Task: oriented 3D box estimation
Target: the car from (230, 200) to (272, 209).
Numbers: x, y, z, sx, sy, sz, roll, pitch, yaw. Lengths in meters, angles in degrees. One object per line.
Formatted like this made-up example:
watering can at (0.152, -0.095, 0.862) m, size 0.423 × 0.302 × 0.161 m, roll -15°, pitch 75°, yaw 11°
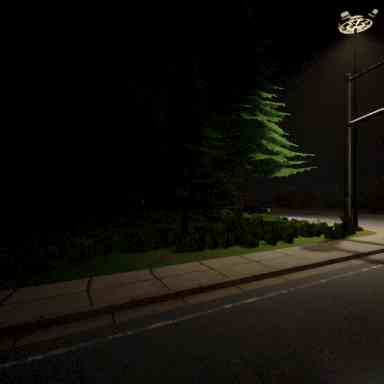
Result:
car at (5.805, 1.518, 33.002) m, size 2.128 × 1.511 × 4.902 m, roll 0°, pitch 0°, yaw -35°
